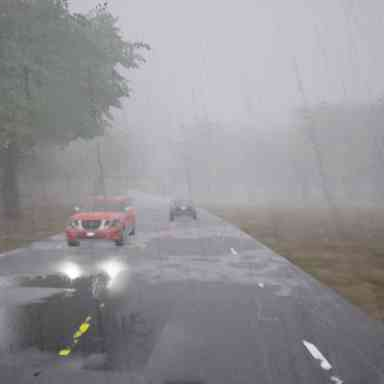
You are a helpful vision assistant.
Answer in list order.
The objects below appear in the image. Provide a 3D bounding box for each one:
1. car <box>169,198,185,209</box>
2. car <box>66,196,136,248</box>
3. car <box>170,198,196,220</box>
[{"bbox_3d":[-2.012,1.537,44.483,1.895,1.301,4.718,0,0,-5],"label":"car"},{"bbox_3d":[-3.891,1.214,15.210,2.150,2.045,5.566,0,0,-2],"label":"car"},{"bbox_3d":[-0.797,1.322,28.085,2.097,1.767,4.553,0,0,-3],"label":"car"}]
